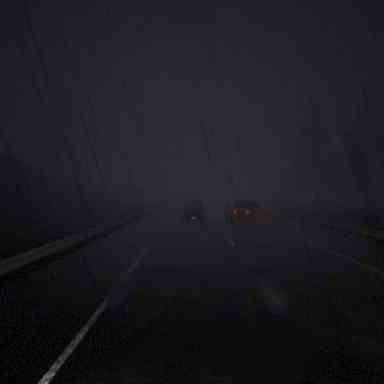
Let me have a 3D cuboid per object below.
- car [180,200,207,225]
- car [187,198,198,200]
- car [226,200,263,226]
[{"bbox_3d":[0.118,1.525,24.045,1.812,1.442,4.674,0,0,0],"label":"car"},{"bbox_3d":[0.077,1.504,41.165,1.837,1.490,4.892,0,0,0],"label":"car"},{"bbox_3d":[3.612,1.352,23.693,2.097,1.767,4.553,0,0,0],"label":"car"}]
